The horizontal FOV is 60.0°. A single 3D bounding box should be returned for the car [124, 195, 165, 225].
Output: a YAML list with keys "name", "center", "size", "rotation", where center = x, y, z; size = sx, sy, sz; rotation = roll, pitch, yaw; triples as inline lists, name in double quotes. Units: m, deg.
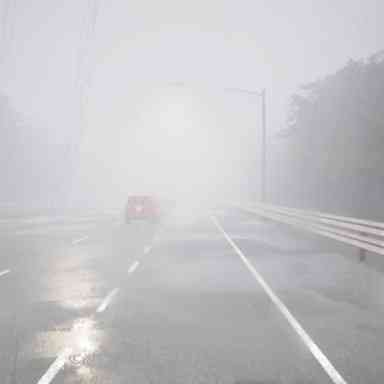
- name: "car"
  center: [-3.472, 1.233, 24.320]
  size: [2.150, 2.045, 5.566]
  rotation: [0, 0, 0]

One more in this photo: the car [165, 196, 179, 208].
- name: "car"
  center: [-3.376, 1.512, 48.563]
  size: [1.882, 1.535, 5.008]
  rotation: [0, 0, 0]

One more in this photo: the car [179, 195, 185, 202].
- name: "car"
  center: [-3.196, 1.580, 75.739]
  size: [1.812, 1.442, 4.674]
  rotation: [0, 0, 0]
